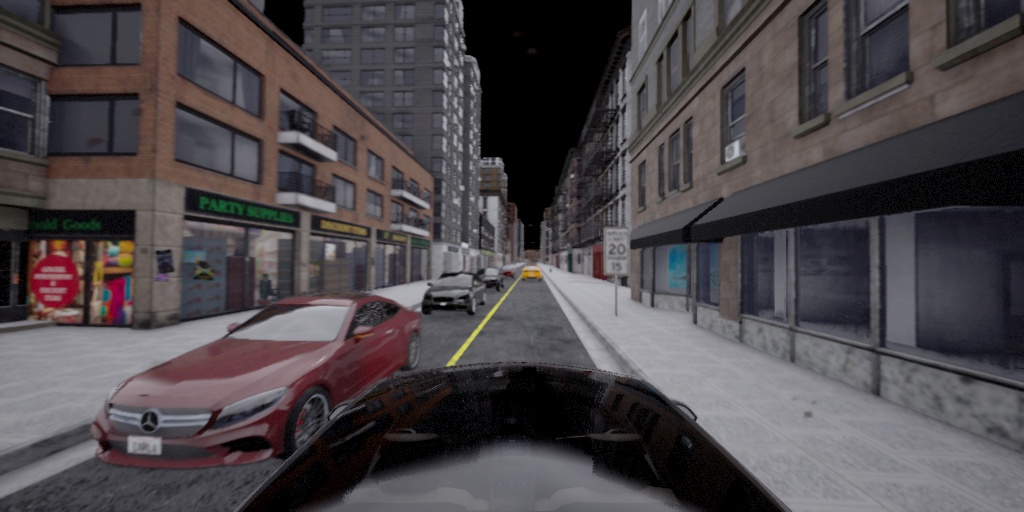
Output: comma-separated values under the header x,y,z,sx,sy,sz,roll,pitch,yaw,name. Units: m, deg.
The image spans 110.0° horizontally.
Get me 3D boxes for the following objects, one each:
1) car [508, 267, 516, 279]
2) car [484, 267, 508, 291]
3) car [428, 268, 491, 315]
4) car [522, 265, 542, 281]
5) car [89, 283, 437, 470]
x,y,z,sx,sy,sz,roll,pitch,yaw,name
-0.609,1.839,39.609,1.895,1.301,4.718,1,-1,4,car
-1.576,1.515,24.676,1.882,1.535,5.008,1,-1,3,car
-2.181,1.403,14.530,1.837,1.490,4.892,1,-1,3,car
2.039,1.708,36.688,1.882,1.535,5.008,1,-1,4,car
-2.733,1.293,5.196,1.812,1.442,4.674,1,-1,5,car
